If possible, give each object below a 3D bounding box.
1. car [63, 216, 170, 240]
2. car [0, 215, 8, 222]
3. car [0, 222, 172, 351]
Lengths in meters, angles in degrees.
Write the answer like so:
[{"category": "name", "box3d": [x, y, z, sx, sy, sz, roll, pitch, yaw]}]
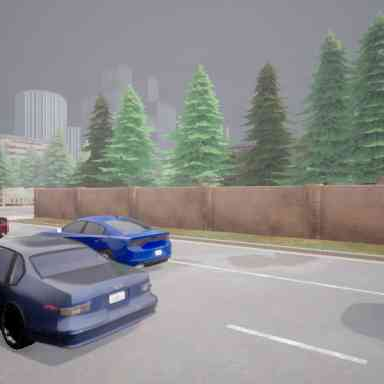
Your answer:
[{"category": "car", "box3d": [-2.915, 1.478, 10.367, 5.008, 1.535, 1.882, 0, 0, 35]}, {"category": "car", "box3d": [-10.746, 1.478, 15.945, 5.008, 1.535, 1.882, 0, 0, 35]}, {"category": "car", "box3d": [-3.116, 1.548, 6.205, 5.357, 1.411, 2.033, 0, 0, 35]}]
